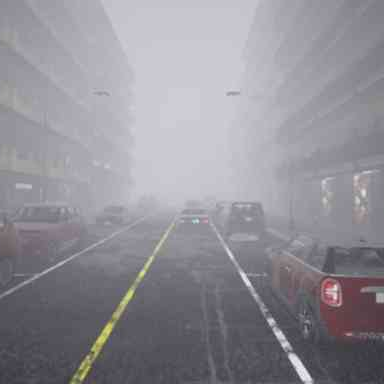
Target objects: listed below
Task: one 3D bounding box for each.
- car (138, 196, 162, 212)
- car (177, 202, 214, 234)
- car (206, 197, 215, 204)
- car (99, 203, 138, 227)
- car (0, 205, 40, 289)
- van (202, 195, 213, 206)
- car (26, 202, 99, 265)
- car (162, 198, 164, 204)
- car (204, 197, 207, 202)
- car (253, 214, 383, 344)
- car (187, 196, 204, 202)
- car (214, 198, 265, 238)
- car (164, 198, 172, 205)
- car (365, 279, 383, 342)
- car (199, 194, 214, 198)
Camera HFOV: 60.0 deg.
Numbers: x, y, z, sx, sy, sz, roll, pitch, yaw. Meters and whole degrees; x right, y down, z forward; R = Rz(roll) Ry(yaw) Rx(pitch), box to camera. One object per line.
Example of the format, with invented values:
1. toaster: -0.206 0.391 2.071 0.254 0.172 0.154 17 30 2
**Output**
1. car: -5.281 1.358 39.630 2.192 1.841 5.009 1 0 0
2. car: 0.103 1.557 19.452 2.033 1.411 5.357 0 0 0
3. car: 2.560 1.462 28.510 1.967 1.590 4.097 1 0 0
4. car: -5.291 1.580 23.041 1.947 1.339 4.313 1 0 0
5. car: -5.289 1.318 6.448 2.192 1.841 5.009 1 0 0
6. van: 2.569 1.430 56.168 1.690 1.788 3.998 1 0 0
7. car: -5.287 1.320 11.978 2.192 1.841 5.009 1 0 0
8. car: -5.285 1.601 45.162 1.887 1.381 4.507 1 0 0
9. car: 2.560 1.624 39.573 1.802 1.307 4.206 1 0 0
10. car: 2.596 1.442 6.385 1.967 1.590 4.097 1 0 0
11. car: 0.113 1.544 38.158 1.837 1.490 4.892 0 0 0
12. car: 2.560 1.323 17.447 2.192 1.841 5.009 1 0 0
13. car: -5.282 1.690 61.755 1.802 1.307 4.206 1 0 0
14. car: 2.584 1.545 0.854 1.887 1.381 4.507 1 0 0
15. car: 2.568 1.386 50.636 2.192 1.841 5.009 1 0 0
